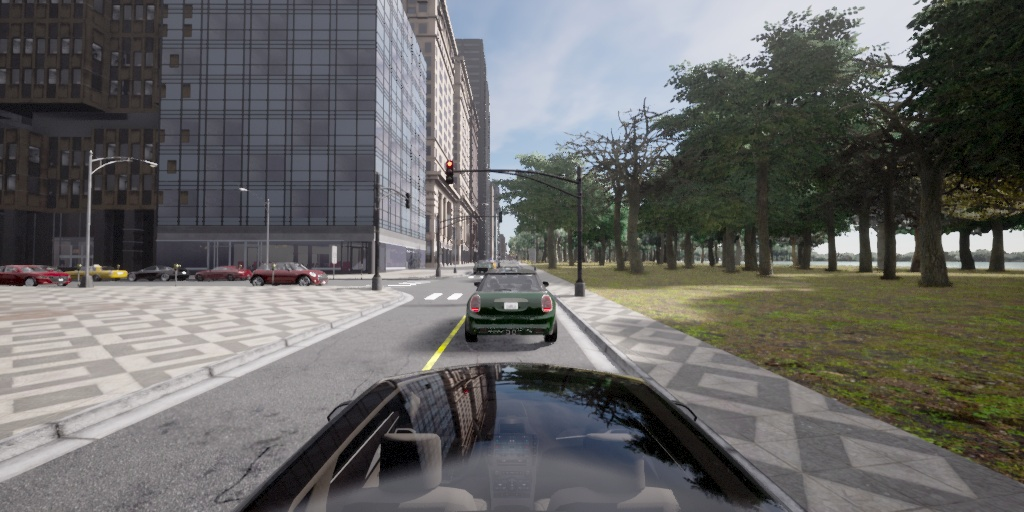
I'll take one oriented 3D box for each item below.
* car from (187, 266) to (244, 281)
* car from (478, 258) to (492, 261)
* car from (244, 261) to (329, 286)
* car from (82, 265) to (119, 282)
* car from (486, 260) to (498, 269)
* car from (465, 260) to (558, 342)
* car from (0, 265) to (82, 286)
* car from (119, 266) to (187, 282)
[{"bbox_3d":[-24.582,1.491,30.602,4.207,1.307,1.802,0,0,0],"label":"car"},{"bbox_3d":[-3.228,1.178,41.200,2.097,1.767,4.553,0,0,0],"label":"car"},{"bbox_3d":[-13.604,1.118,22.130,4.097,1.591,1.967,0,0,-1],"label":"car"},{"bbox_3d":[-35.726,1.441,30.551,4.829,1.417,1.751,0,0,0],"label":"car"},{"bbox_3d":[-3.260,1.423,59.386,1.812,1.442,4.674,0,0,0],"label":"car"},{"bbox_3d":[-0.012,1.107,9.927,2.097,1.767,4.553,0,0,0],"label":"car"},{"bbox_3d":[-30.035,1.233,22.055,4.507,1.381,1.888,0,0,0],"label":"car"},{"bbox_3d":[-30.069,1.478,30.577,4.313,1.339,1.948,0,0,0],"label":"car"}]
